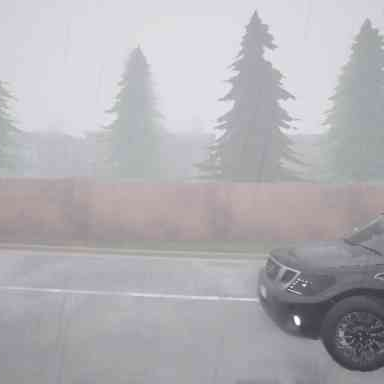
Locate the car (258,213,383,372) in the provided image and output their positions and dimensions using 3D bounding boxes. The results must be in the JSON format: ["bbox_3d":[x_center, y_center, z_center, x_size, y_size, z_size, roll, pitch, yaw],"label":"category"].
[{"bbox_3d":[3.902,1.268,5.163,5.566,2.045,2.150,1,1,1],"label":"car"}]
